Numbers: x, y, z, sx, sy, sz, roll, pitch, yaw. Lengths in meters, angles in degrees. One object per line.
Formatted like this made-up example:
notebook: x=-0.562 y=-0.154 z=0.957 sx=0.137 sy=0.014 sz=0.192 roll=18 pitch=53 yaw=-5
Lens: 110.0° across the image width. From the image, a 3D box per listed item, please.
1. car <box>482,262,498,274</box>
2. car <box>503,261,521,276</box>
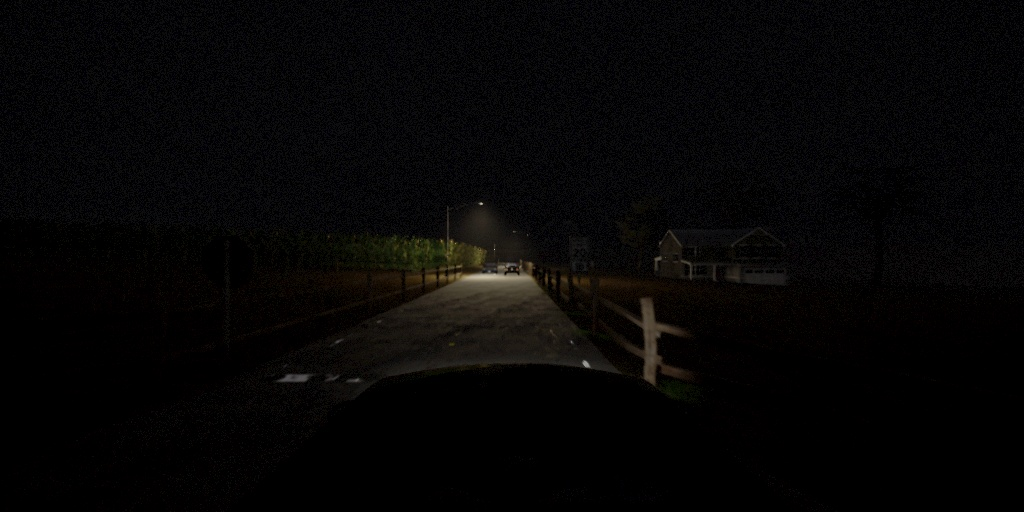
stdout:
car: x=-2.749 y=1.494 z=46.104 sx=2.033 sy=1.411 sz=5.357 roll=0 pitch=0 yaw=0
car: x=0.001 y=1.474 z=41.073 sx=2.033 sy=1.411 sz=5.357 roll=0 pitch=0 yaw=0
